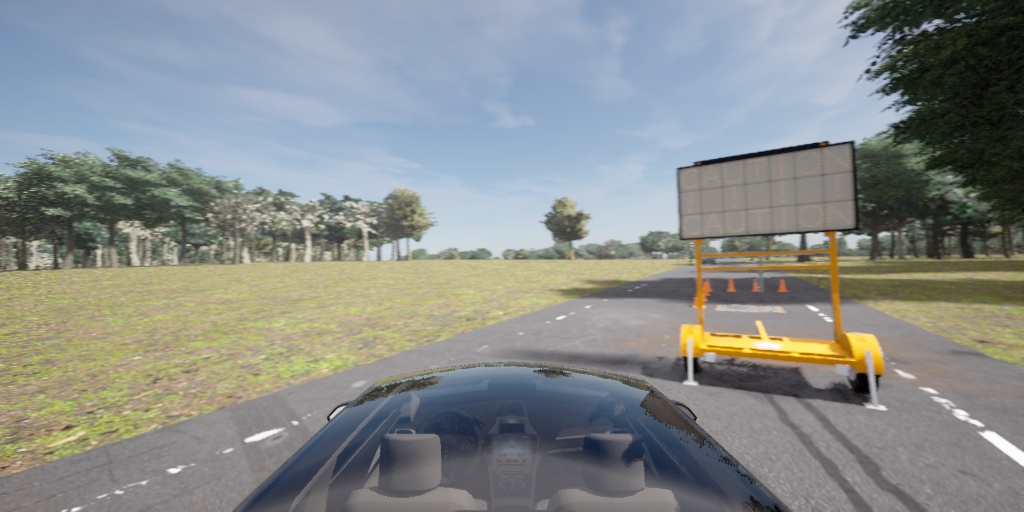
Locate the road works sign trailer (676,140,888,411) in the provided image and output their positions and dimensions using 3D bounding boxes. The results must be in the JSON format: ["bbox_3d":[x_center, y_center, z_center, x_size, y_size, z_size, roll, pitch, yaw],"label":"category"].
[{"bbox_3d":[4.244,0.071,6.016,2.380,3.560,2.880,0,0,31],"label":"road works sign trailer"}]
